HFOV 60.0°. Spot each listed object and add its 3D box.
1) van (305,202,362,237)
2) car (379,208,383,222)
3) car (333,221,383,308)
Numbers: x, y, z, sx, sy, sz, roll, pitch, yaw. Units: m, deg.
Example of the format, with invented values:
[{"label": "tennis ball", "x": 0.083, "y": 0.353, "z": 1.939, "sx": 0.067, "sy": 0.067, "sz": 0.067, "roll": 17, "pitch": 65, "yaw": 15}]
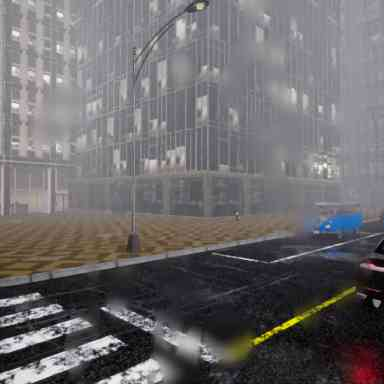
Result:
[{"label": "van", "x": 7.433, "y": 1.395, "z": 17.324, "sx": 3.998, "sy": 1.788, "sz": 1.690, "roll": 0, "pitch": 0, "yaw": -44}, {"label": "car", "x": 15.669, "y": 1.610, "z": 25.173, "sx": 4.507, "sy": 1.381, "sz": 1.887, "roll": 0, "pitch": 0, "yaw": -44}, {"label": "car", "x": 5.073, "y": 1.503, "z": 6.937, "sx": 4.902, "sy": 1.511, "sz": 2.128, "roll": 0, "pitch": 0, "yaw": -44}]
